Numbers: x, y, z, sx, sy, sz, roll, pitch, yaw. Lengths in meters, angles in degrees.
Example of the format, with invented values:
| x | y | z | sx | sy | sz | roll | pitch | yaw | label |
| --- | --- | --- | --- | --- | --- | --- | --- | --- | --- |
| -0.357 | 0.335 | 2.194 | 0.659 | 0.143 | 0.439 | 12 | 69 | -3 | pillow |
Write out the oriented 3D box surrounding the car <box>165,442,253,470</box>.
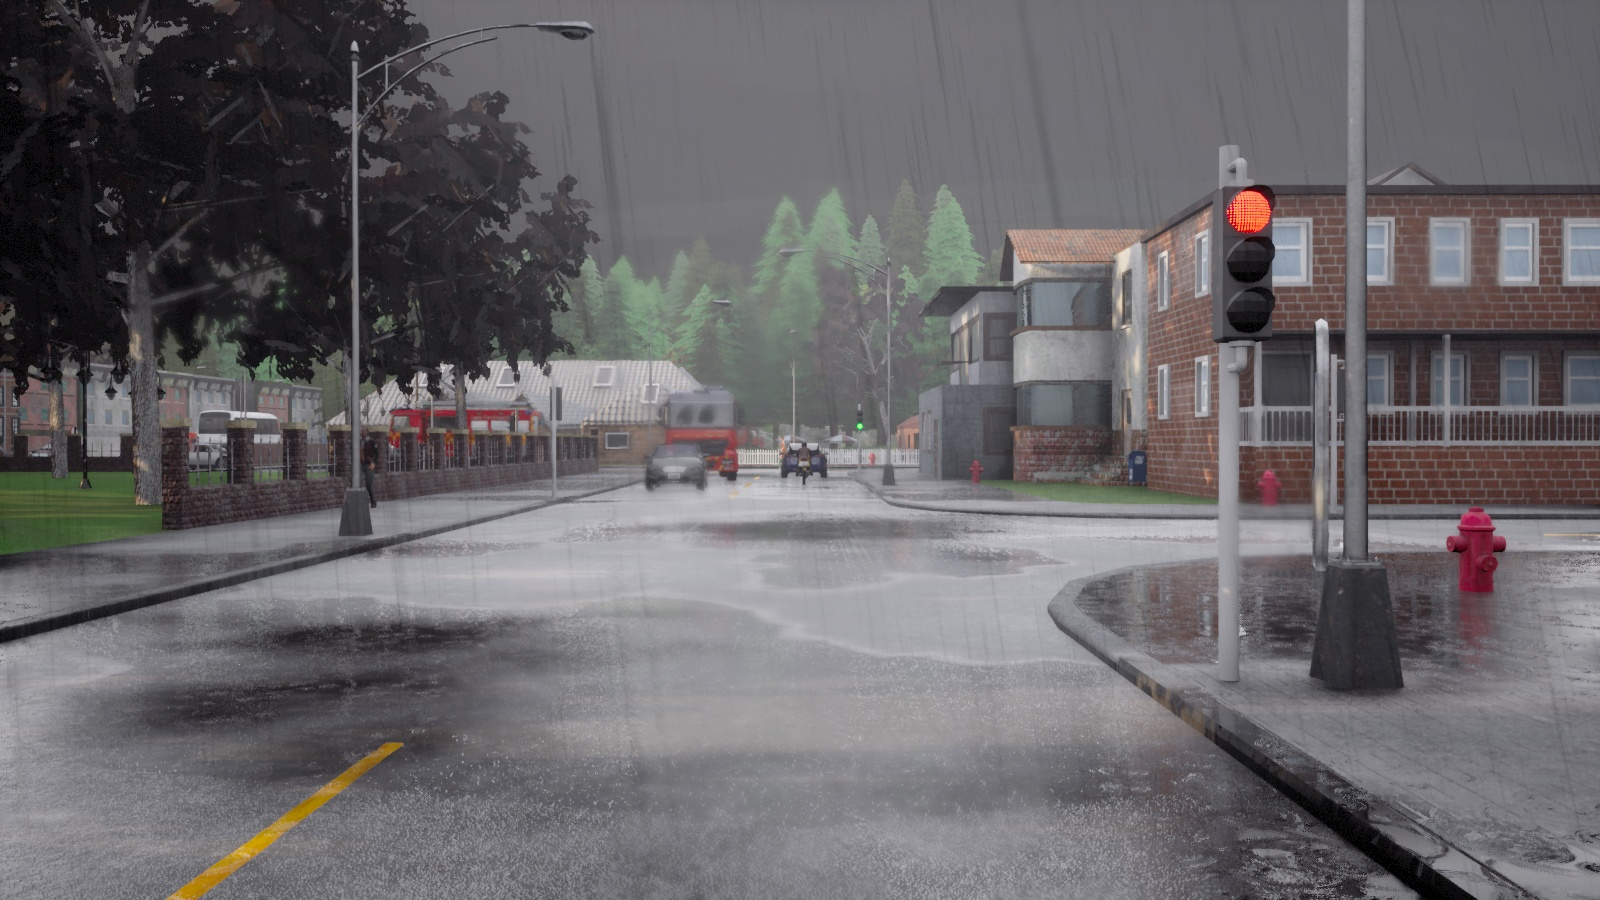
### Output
| x | y | z | sx | sy | sz | roll | pitch | yaw | label |
| --- | --- | --- | --- | --- | --- | --- | --- | --- | --- |
| -31.765 | 0.305 | 67.616 | 3.806 | 1.475 | 1.970 | 0 | 0 | -1 | car |

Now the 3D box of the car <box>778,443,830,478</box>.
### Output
| x | y | z | sx | sy | sz | roll | pitch | yaw | label |
| --- | --- | --- | --- | --- | --- | --- | --- | --- | --- |
| 0.181 | 0.435 | 55.201 | 2.163 | 1.488 | 4.792 | 0 | 0 | 0 | car |

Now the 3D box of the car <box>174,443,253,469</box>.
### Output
| x | y | z | sx | sy | sz | roll | pitch | yaw | label |
| --- | --- | --- | --- | --- | --- | --- | --- | --- | --- |
| -33.377 | 0.330 | 71.572 | 3.633 | 1.501 | 1.845 | 0 | 0 | 3 | car |

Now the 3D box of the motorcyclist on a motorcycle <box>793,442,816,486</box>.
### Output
| x | y | z | sx | sy | sz | roll | pitch | yaw | label |
| --- | --- | --- | --- | --- | --- | --- | --- | --- | --- |
| 0.153 | 0.475 | 44.910 | 0.797 | 1.523 | 2.044 | 0 | 0 | 0 | motorcyclist on a motorcycle |

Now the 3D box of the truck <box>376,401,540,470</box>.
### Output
| x | y | z | sx | sy | sz | roll | pitch | yaw | label |
| --- | --- | --- | --- | --- | --- | --- | --- | --- | --- |
| -19.347 | -0.835 | 71.363 | 8.468 | 3.827 | 2.891 | 0 | 0 | 2 | truck |

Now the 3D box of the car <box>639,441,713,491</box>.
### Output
| x | y | z | sx | sy | sz | roll | pitch | yaw | label |
| --- | --- | --- | --- | --- | --- | --- | --- | --- | --- |
| -3.947 | 0.470 | 40.708 | 2.128 | 1.511 | 4.902 | 0 | 0 | -3 | car |

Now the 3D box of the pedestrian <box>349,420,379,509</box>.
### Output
| x | y | z | sx | sy | sz | roll | pitch | yaw | label |
| --- | --- | --- | --- | --- | --- | --- | --- | --- | --- |
| -9.192 | 0.299 | 26.474 | 0.376 | 1.854 | 0.720 | 0 | 0 | 0 | pedestrian |

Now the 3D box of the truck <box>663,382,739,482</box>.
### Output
| x | y | z | sx | sy | sz | roll | pitch | yaw | label |
| --- | --- | --- | --- | --- | --- | --- | --- | --- | --- |
| -4.037 | -0.718 | 52.503 | 2.891 | 3.827 | 8.468 | 0 | 0 | -3 | truck |
